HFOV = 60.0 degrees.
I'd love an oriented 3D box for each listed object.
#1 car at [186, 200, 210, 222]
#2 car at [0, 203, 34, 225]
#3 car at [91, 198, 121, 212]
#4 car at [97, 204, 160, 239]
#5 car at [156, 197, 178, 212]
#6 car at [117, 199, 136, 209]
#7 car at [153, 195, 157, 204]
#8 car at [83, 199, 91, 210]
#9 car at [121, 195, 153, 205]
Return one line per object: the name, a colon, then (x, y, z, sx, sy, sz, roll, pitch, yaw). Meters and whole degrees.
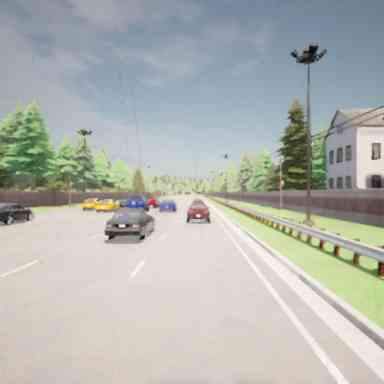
car: (0.517, 1.627, 27.211, 1.812, 1.442, 4.674, 0, 0, 1)
car: (-13.529, 1.565, 24.527, 1.837, 1.490, 4.892, 0, 0, 1)
car: (-9.891, 1.600, 39.330, 1.882, 1.535, 5.008, 0, 0, 1)
car: (-3.137, 1.605, 17.627, 2.033, 1.411, 5.357, 0, 0, 1)
car: (-2.851, 1.622, 40.923, 1.882, 1.535, 5.008, 0, 0, 1)
car: (-9.723, 1.725, 49.871, 1.994, 1.385, 4.181, 0, 0, 1)
car: (-6.225, 1.390, 49.735, 2.150, 2.045, 5.566, 0, 0, 1)
car: (-13.246, 1.613, 45.169, 1.882, 1.535, 5.008, 0, 0, 1)
car: (-6.391, 1.351, 39.305, 2.150, 2.045, 5.566, 0, 0, 1)
